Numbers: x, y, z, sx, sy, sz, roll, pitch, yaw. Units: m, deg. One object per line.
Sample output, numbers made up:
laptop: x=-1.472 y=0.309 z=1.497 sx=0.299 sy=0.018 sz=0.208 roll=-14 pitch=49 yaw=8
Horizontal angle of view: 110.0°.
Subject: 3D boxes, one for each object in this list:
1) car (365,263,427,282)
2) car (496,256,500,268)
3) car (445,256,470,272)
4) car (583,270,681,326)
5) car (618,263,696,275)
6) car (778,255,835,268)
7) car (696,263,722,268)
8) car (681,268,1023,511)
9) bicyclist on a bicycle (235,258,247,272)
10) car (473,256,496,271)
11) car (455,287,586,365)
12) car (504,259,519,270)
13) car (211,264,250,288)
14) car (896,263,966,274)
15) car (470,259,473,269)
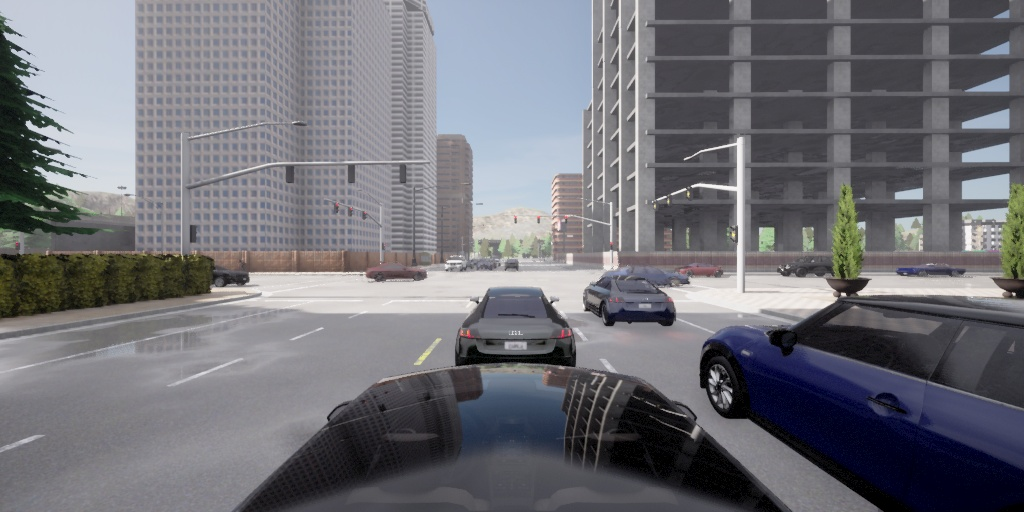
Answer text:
car: x=-9.097 y=1.276 z=28.266 sx=4.674 sy=1.442 sz=1.812 roll=0 pitch=0 yaw=-19
car: x=-3.591 y=1.102 z=58.770 sx=2.097 sy=1.767 sz=4.553 roll=0 pitch=0 yaw=1
car: x=-7.273 y=0.971 z=47.065 sx=2.150 sy=2.045 sz=5.566 roll=0 pitch=0 yaw=1
car: x=3.576 y=1.314 z=11.646 sx=1.994 sy=1.385 sz=4.181 roll=0 pitch=0 yaw=0
car: x=8.506 y=1.297 z=23.141 sx=5.357 sy=1.411 sz=2.033 roll=0 pitch=0 yaw=0
car: x=28.204 y=0.971 z=33.715 sx=5.566 sy=2.045 sz=2.150 roll=0 pitch=0 yaw=1
car: x=17.505 y=1.314 z=33.784 sx=4.181 sy=1.385 sz=1.994 roll=0 pitch=0 yaw=0
car: x=3.600 y=1.102 z=3.043 sx=2.097 sy=1.767 sz=4.553 roll=0 pitch=0 yaw=0
bicyclist on a bicycle: x=-29.393 y=1.051 z=38.866 sx=0.582 sy=1.620 sz=1.656 roll=0 pitch=0 yaw=0
car: x=-3.731 y=1.102 z=50.025 sx=2.097 sy=1.767 sz=4.553 roll=0 pitch=0 yaw=1
car: x=0.058 y=1.314 z=7.385 sx=1.994 sy=1.385 sz=4.181 roll=0 pitch=0 yaw=0
car: x=-0.027 y=1.255 z=50.988 sx=1.837 sy=1.490 sz=4.892 roll=0 pitch=0 yaw=1
car: x=-19.873 y=1.228 z=23.321 sx=5.008 sy=1.535 sz=1.882 roll=0 pitch=0 yaw=1
car: x=39.121 y=1.351 z=33.636 sx=4.718 sy=1.301 sz=1.895 roll=0 pitch=0 yaw=1
car: x=-7.135 y=1.314 z=56.484 sx=1.994 sy=1.385 sz=4.181 roll=0 pitch=0 yaw=1
